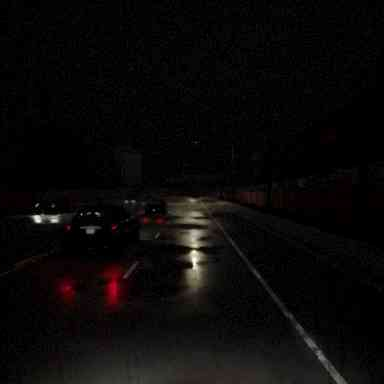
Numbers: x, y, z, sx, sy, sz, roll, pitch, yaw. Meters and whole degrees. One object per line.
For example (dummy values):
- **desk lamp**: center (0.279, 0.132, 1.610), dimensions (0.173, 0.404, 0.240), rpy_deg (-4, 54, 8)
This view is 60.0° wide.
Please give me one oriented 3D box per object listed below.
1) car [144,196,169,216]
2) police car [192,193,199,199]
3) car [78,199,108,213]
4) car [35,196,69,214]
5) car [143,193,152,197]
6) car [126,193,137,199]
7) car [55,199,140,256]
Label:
- **car**: center (-3.374, 1.429, 31.751), dimensions (1.812, 1.442, 4.674), rpy_deg (0, 0, 0)
- **police car**: center (1.124, 1.095, 93.633), dimensions (1.930, 1.638, 5.238), rpy_deg (0, 0, 0)
- **car**: center (-10.565, 1.452, 35.894), dimensions (1.994, 1.385, 4.181), rpy_deg (0, 0, 0)
- **car**: center (-14.068, 1.247, 33.816), dimensions (2.097, 1.767, 4.553), rpy_deg (0, 0, 0)
- **car**: center (-10.438, 1.084, 78.878), dimensions (1.837, 1.490, 4.892), rpy_deg (0, 0, 0)
- **car**: center (-13.939, 1.042, 76.699), dimensions (1.837, 1.490, 4.892), rpy_deg (0, 0, 0)
- **car**: center (-3.390, 1.325, 13.229), dimensions (2.097, 1.767, 4.553), rpy_deg (0, 0, 0)
